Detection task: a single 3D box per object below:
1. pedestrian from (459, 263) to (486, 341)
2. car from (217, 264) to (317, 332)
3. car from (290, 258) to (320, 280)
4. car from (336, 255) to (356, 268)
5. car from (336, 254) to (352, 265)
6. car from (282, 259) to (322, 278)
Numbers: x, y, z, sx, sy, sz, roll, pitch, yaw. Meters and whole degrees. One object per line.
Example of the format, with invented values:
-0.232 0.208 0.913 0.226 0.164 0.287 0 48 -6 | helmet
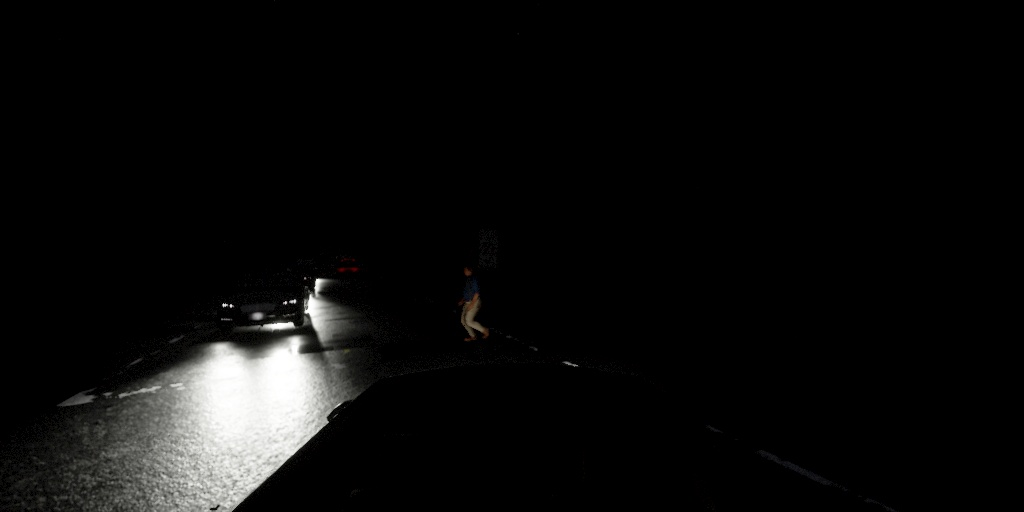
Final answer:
-0.892 0.991 8.070 0.375 1.860 0.375 -1 2 -27 | pedestrian
-7.243 1.165 10.812 2.128 1.511 4.902 0 1 -27 | car
-16.310 0.950 28.393 1.812 1.442 4.674 0 1 -27 | car
-20.442 0.622 44.447 1.882 1.535 5.008 0 1 -28 | car
-25.163 0.501 53.594 2.033 1.411 5.357 0 1 -27 | car
-11.596 1.060 19.256 2.128 1.511 4.902 0 1 -27 | car
